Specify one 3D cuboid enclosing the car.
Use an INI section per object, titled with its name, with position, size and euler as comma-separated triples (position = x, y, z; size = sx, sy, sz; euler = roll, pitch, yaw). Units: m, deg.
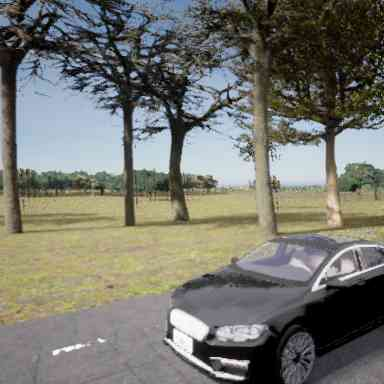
[car]
position = 1.878, 1.490, 5.364
size = 4.902, 1.511, 2.128
euler = 0, 0, -36
